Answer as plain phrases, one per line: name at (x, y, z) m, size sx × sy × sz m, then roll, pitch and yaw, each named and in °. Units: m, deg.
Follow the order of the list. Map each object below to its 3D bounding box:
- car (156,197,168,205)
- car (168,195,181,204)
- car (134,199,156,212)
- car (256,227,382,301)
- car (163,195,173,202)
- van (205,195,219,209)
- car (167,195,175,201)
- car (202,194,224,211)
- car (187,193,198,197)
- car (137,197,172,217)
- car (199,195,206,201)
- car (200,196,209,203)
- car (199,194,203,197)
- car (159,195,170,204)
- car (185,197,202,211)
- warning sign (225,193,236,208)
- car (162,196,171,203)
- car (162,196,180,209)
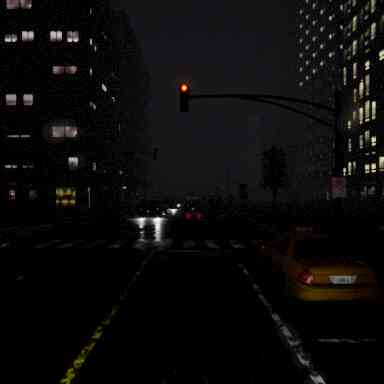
car at (-5.642, 1.585, 62.587) m, size 1.887 × 1.381 × 4.507 m, roll 0°, pitch 0°, yaw 0°
car at (-3.004, 1.588, 62.532) m, size 2.033 × 1.411 × 5.357 m, roll 0°, pitch 0°, yaw 1°
car at (-5.659, 1.564, 40.482) m, size 2.008 × 1.369 × 4.403 m, roll 0°, pitch 0°, yaw 0°
car at (2.694, 1.525, 8.232) m, size 1.752 × 1.417 × 4.829 m, roll 0°, pitch 0°, yaw 0°
car at (-5.629, 1.509, 79.168) m, size 1.967 × 1.590 × 4.097 m, roll 0°, pitch 0°, yaw 0°
van at (2.724, 1.359, 46.001) m, size 1.690 × 1.788 × 3.998 m, roll 0°, pitch 0°, yaw 0°
car at (-5.619, 1.616, 90.052) m, size 1.752 × 1.417 × 4.829 m, roll 0°, pitch 0°, yaw 0°
car at (2.720, 1.328, 40.475) m, size 2.192 × 1.841 × 5.009 m, roll 0°, pitch 0°, yaw 0°
car at (0.057, 1.274, 69.308) m, size 2.150 × 2.045 × 5.566 m, roll 0°, pitch 0°, yaw 0°
car at (-3.587, 1.512, 32.189) m, size 1.837 × 1.490 × 4.892 m, roll 0°, pitch 0°, yaw 8°
car at (2.761, 1.616, 90.385) m, size 1.752 × 1.417 × 4.829 m, roll 0°, pitch 0°, yaw 0°
car at (2.747, 1.604, 73.635) m, size 1.887 × 1.381 × 4.507 m, roll 0°, pitch 0°, yaw 0°
car at (2.737, 1.356, 62.581) m, size 2.192 × 1.841 × 5.009 m, roll 0°, pitch 0°, yaw 0°
car at (-5.638, 1.490, 68.115) m, size 1.967 × 1.590 × 4.097 m, roll 0°, pitch 0°, yaw 0°
car at (0.136, 1.614, 40.819) m, size 1.895 × 1.301 × 4.718 m, roll 0°, pitch 0°, yaw 0°
warning sign at (5.109, 1.131, 43.730) m, size 1.300 × 1.860 × 1.060 m, roll 0°, pitch 0°, yaw 0°
car at (-5.633, 1.641, 73.642) m, size 1.802 × 1.307 × 4.206 m, roll 0°, pitch 0°, yaw 0°
car at (-3.060, 1.581, 45.374) m, size 1.994 × 1.385 × 4.181 m, roll 0°, pitch 0°, yaw 0°
